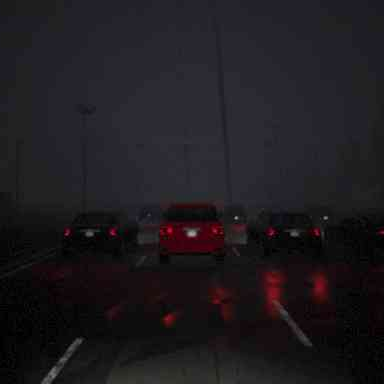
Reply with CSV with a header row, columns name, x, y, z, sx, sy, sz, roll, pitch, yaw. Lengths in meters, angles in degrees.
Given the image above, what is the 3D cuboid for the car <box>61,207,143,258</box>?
name,x,y,z,sx,sy,sz,roll,pitch,yaw
car,-3.482,1.484,13.460,2.097,1.767,4.553,0,-1,0

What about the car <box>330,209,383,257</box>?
name,x,y,z,sx,sy,sz,roll,pitch,yaw
car,7.018,1.626,13.535,2.128,1.511,4.902,0,0,0

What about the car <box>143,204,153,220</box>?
name,x,y,z,sx,sy,sz,roll,pitch,yaw
car,-3.468,1.764,29.273,1.882,1.535,5.008,0,0,1

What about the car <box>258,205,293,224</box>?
name,x,y,z,sx,sy,sz,roll,pitch,yaw
car,7.029,1.844,28.487,1.994,1.385,4.181,0,0,0

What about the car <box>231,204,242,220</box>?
name,x,y,z,sx,sy,sz,roll,pitch,yaw
car,3.525,1.787,28.530,1.837,1.490,4.892,0,0,1

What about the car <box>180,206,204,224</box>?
name,x,y,z,sx,sy,sz,roll,pitch,yaw
car,0.021,1.878,28.279,1.895,1.301,4.718,0,-1,0

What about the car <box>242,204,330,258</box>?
name,x,y,z,sx,sy,sz,roll,pitch,yaw
car,3.518,1.484,13.460,2.097,1.767,4.553,0,-1,0

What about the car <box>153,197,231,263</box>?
name,x,y,z,sx,sy,sz,roll,pitch,yaw
car,0.008,1.349,12.609,2.150,2.045,5.566,0,0,0

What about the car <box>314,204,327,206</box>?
name,x,y,z,sx,sy,sz,roll,pitch,yaw
car,10.524,1.787,28.530,1.837,1.490,4.892,0,0,0
